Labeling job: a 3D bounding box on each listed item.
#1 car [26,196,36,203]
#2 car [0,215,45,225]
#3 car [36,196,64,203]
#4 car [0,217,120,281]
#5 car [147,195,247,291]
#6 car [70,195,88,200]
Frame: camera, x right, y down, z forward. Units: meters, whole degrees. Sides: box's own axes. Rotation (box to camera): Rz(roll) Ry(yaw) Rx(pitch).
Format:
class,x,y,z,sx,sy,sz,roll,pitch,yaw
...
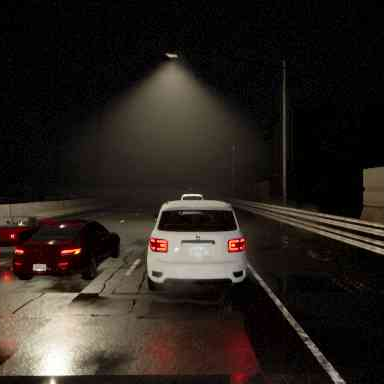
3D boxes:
class,x,y,z,sx,sy,sz,roll,pitch,yaw
car,-24.812,1.427,53.431,1.837,1.490,4.892,0,0,0
car,-6.924,1.602,13.974,1.895,1.301,4.718,0,0,0
car,-21.314,1.405,50.845,1.882,1.535,5.008,0,0,0
car,-3.415,1.527,9.770,1.812,1.442,4.674,0,0,0
car,0.093,1.222,9.146,2.150,2.045,5.566,0,0,0
car,-17.814,1.272,52.481,2.097,1.767,4.553,0,0,0
